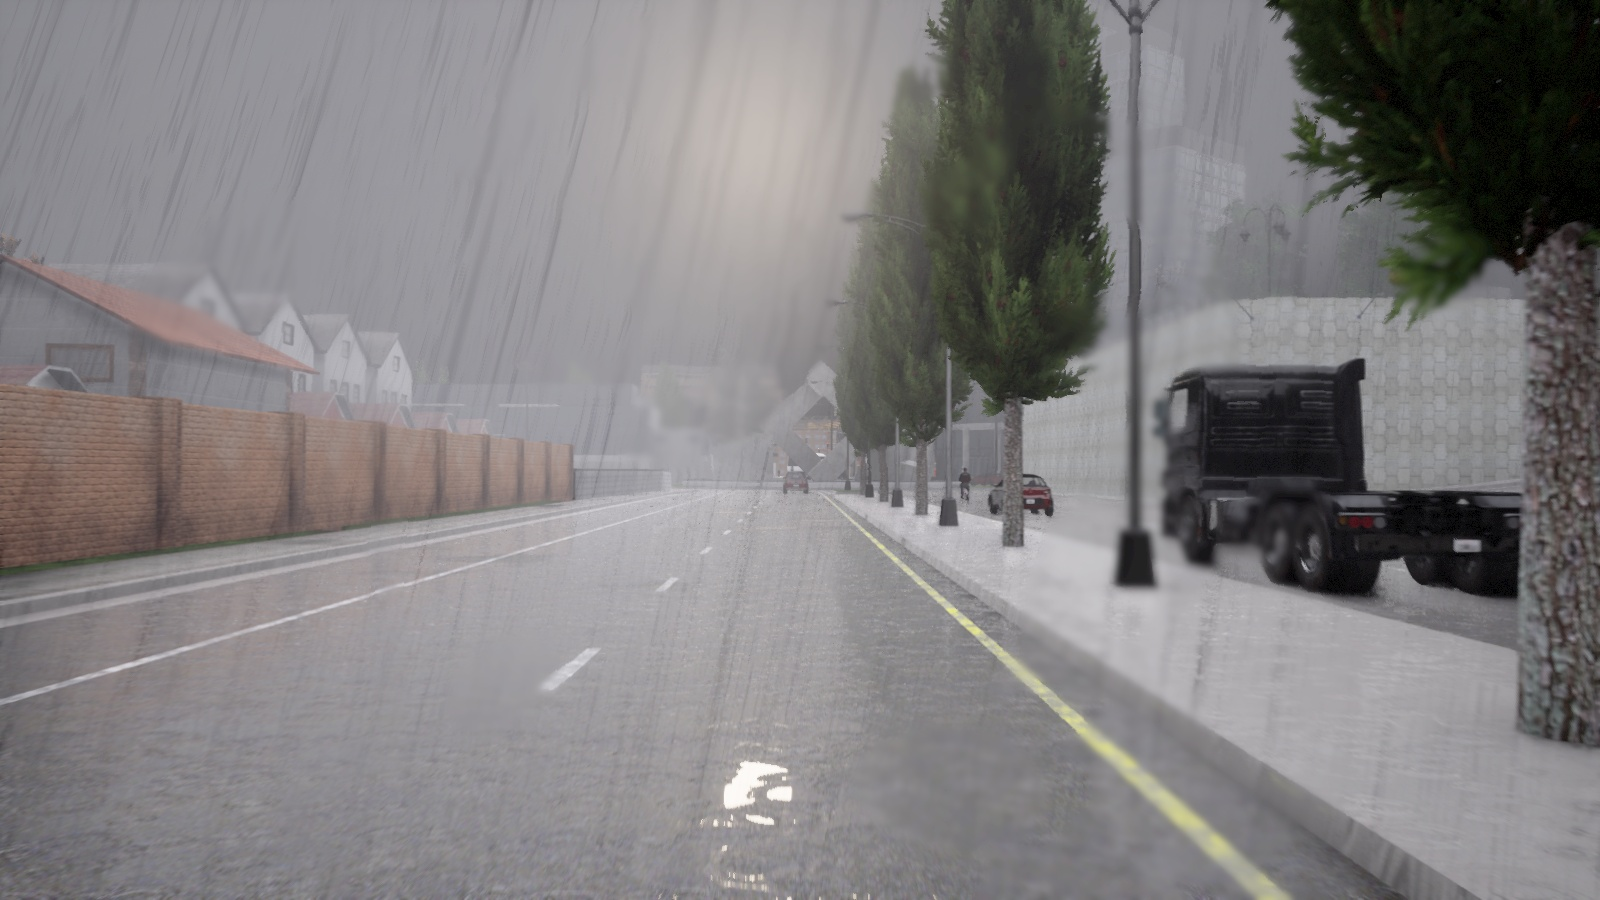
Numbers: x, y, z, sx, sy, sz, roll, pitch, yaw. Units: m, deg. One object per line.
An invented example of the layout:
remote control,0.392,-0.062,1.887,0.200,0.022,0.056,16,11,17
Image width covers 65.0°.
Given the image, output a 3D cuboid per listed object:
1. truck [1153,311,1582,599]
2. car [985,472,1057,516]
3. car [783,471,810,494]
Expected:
truck,7.950,0.121,19.111,2.891,3.462,7.936,0,-1,0
car,7.887,1.529,45.074,1.816,1.474,4.193,-1,-1,0
car,-0.274,2.247,86.757,1.789,1.549,3.705,0,-1,-2
